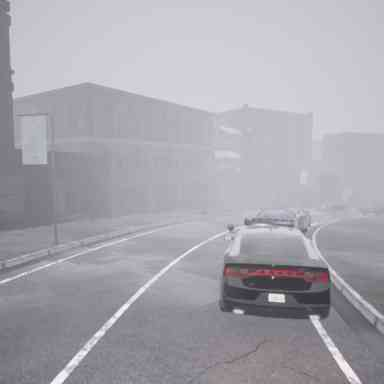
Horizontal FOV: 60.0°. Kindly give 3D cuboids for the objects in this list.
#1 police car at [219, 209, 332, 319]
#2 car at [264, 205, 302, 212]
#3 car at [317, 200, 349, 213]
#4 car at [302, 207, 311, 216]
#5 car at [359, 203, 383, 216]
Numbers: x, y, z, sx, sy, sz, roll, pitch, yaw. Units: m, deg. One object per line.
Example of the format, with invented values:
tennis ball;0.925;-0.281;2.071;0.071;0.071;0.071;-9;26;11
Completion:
police car;1.745;1.433;7.663;1.930;1.638;5.238;1;0;10
car;4.259;1.520;16.678;1.882;1.535;5.008;2;0;21
car;17.341;1.721;40.760;4.902;1.511;2.128;2;2;-37
car;6.618;1.612;21.847;1.812;1.442;4.674;2;1;28
car;22.480;2.105;40.377;5.357;1.411;2.033;2;3;-32
